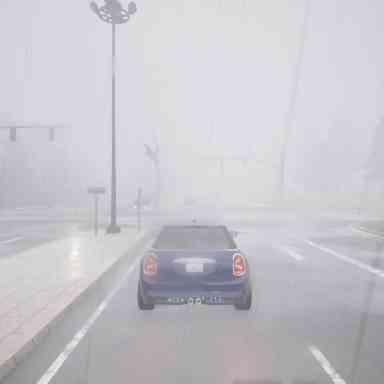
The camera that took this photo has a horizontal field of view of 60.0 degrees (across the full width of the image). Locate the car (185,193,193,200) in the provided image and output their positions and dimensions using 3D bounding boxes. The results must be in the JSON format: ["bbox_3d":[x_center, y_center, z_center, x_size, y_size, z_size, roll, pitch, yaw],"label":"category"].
[{"bbox_3d":[-0.942,1.189,95.643,2.150,2.045,5.566,0,0,-1],"label":"car"}]

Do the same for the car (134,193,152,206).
[{"bbox_3d":[-8.334,1.352,55.615,2.097,1.767,4.553,0,0,-1],"label":"car"}]

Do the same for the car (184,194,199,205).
[{"bbox_3d":[-0.235,1.526,54.784,1.812,1.442,4.674,0,0,-1],"label":"car"}]

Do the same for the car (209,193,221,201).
[{"bbox_3d":[6.241,1.215,85.084,2.150,2.045,5.566,0,0,-1],"label":"car"}]

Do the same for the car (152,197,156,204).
[{"bbox_3d":[-8.454,1.564,65.561,1.994,1.385,4.181,0,0,0],"label":"car"}]

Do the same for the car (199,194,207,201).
[{"bbox_3d":[2.736,1.513,85.350,1.812,1.442,4.674,0,0,-1],"label":"car"}]

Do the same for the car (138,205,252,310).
[{"bbox_3d":[0.060,1.352,7.964,2.097,1.767,4.553,0,0,0],"label":"car"}]
